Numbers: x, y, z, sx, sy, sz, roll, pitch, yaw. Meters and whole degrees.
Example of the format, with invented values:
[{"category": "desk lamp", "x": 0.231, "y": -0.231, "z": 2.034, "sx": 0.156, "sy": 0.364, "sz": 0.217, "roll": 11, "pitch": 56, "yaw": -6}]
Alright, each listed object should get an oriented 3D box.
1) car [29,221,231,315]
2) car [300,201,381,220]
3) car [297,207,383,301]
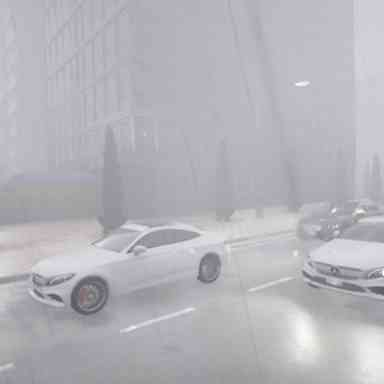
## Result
[{"category": "car", "x": -1.137, "y": 1.441, "z": 7.595, "sx": 4.674, "sy": 1.442, "sz": 1.812, "roll": -2, "pitch": 1, "yaw": -38}, {"category": "car", "x": 6.142, "y": 1.122, "z": 13.303, "sx": 4.902, "sy": 1.511, "sz": 2.128, "roll": -2, "pitch": 1, "yaw": -38}, {"category": "car", "x": 4.419, "y": 1.293, "z": 7.510, "sx": 4.674, "sy": 1.442, "sz": 1.812, "roll": -2, "pitch": 1, "yaw": -38}]
